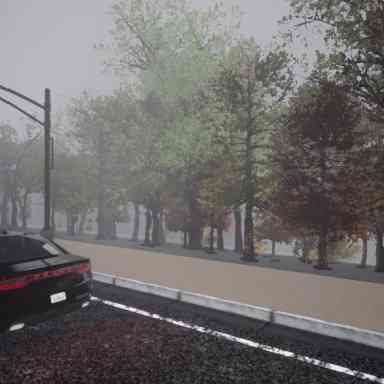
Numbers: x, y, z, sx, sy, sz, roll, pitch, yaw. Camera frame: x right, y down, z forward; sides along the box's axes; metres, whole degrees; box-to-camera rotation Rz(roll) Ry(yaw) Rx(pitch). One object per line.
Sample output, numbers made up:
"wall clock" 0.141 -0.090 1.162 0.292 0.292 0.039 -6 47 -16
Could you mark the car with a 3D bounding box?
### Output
"car" -4.086 1.477 6.570 5.008 1.535 1.882 0 0 35
